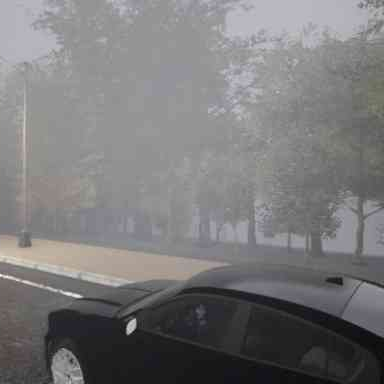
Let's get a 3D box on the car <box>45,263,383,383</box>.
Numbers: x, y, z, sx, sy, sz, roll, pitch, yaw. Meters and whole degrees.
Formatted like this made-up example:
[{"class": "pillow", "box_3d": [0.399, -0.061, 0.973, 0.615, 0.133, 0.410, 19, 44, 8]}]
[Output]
[{"class": "car", "box_3d": [0.542, 1.488, 3.284, 5.008, 1.535, 1.882, -1, 0, 35]}]
